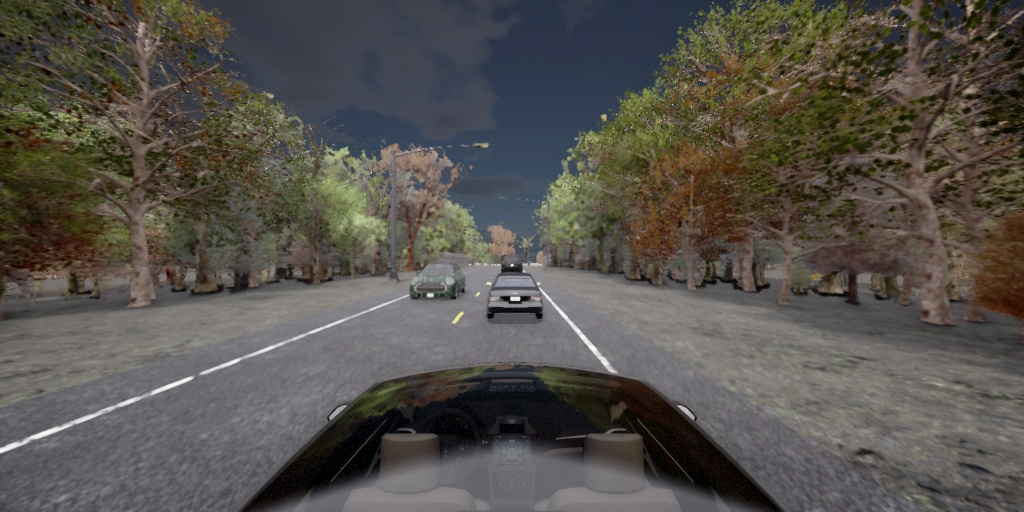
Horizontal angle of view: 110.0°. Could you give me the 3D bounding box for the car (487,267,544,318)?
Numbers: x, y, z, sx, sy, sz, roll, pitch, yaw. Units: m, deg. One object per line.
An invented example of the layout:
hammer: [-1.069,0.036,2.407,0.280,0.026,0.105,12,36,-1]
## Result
car: [0.086,1.303,13.017,2.033,1.411,5.357,0,0,0]

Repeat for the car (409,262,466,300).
car: [-3.544,1.108,17.802,2.097,1.767,4.553,0,0,0]

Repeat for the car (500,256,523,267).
car: [-0.024,0.989,36.717,2.150,2.045,5.566,0,0,0]
